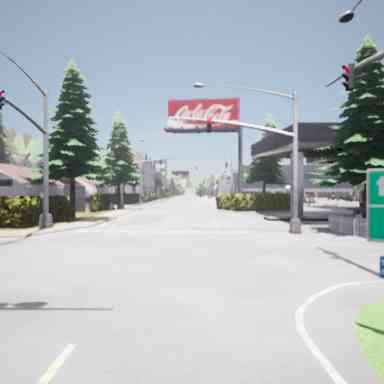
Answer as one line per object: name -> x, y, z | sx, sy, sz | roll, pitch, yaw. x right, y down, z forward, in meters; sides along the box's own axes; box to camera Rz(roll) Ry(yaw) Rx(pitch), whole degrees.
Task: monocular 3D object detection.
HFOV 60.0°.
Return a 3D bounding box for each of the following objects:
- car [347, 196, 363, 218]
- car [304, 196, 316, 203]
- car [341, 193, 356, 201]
car -> 14.335, 1.462, 25.250 | 3.866, 1.878, 1.905 | 0, 0, 0
car -> 22.416, 1.444, 64.328 | 1.970, 1.475, 3.806 | 0, 0, 0
car -> 34.809, 1.368, 72.136 | 2.007, 1.523, 4.514 | 0, 0, 0
